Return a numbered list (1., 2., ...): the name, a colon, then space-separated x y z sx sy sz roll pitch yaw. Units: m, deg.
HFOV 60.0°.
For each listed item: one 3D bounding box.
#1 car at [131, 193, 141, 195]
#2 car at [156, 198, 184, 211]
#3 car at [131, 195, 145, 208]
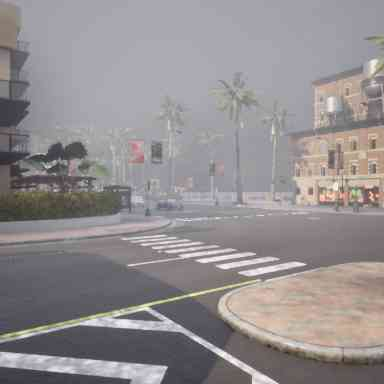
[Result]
1. car: -11.868 1.223 66.389 2.150 2.045 5.566 0 0 -37
2. car: -2.846 1.526 41.240 1.812 1.442 4.674 0 0 -35
3. car: -8.765 1.526 49.698 1.812 1.442 4.674 0 0 -35
